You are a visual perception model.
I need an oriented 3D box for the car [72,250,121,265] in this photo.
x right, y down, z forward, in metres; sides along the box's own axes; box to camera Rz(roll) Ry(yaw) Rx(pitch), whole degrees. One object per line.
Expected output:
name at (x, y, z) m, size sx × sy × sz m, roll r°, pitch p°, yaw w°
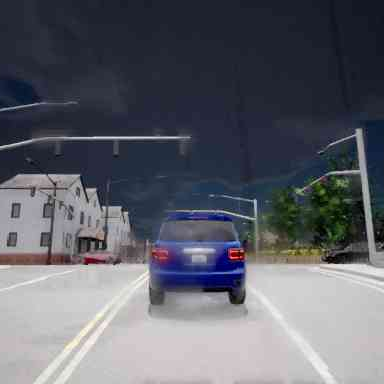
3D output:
car at (-8.515, 5.912, 29.889) m, size 4.181 × 1.385 × 1.994 m, roll 0°, pitch -13°, yaw 1°

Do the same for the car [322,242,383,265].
car at (14.578, 5.537, 29.651) m, size 5.566 × 2.045 × 2.150 m, roll 0°, pitch -12°, yaw 1°

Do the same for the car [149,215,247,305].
car at (0.087, 1.762, 9.321) m, size 2.150 × 2.045 × 5.566 m, roll 0°, pitch -7°, yaw -1°
